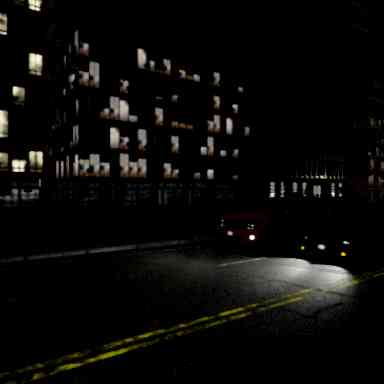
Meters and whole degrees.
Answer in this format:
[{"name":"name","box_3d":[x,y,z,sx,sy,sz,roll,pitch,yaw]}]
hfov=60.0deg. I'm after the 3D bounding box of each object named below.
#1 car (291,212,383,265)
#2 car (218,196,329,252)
[{"name":"car","box_3d":[5.756,1.565,11.783,4.181,1.385,1.994,0,0,-35]},{"name":"car","box_3d":[3.705,1.222,14.313,5.566,2.045,2.150,0,0,-36]}]
